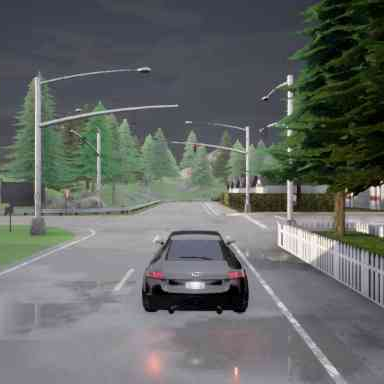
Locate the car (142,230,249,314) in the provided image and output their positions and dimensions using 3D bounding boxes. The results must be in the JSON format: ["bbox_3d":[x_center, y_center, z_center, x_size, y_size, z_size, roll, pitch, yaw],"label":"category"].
[{"bbox_3d":[0.075,1.564,7.686,1.994,1.385,4.181,0,0,1],"label":"car"}]

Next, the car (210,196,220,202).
[{"bbox_3d":[6.703,1.524,72.905,5.357,1.411,2.033,0,0,-22],"label":"car"}]
